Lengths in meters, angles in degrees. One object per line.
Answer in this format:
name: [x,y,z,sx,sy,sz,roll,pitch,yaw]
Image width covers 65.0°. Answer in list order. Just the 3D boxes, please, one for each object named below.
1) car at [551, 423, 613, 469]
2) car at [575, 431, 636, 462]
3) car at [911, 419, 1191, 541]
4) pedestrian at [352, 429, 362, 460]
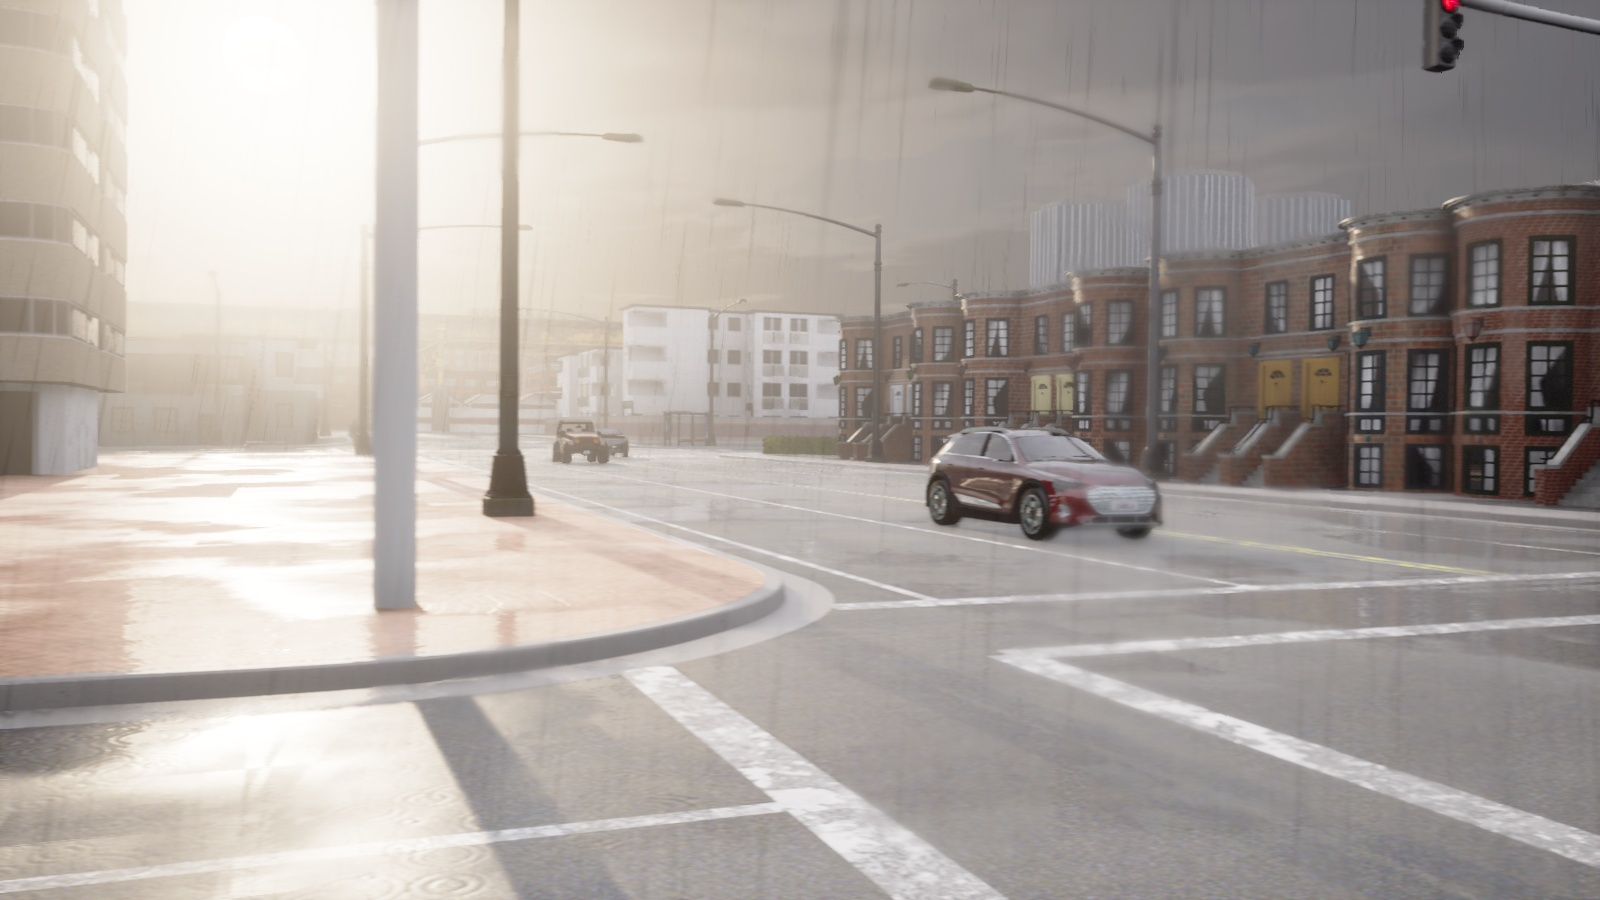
car: [-9.399,-0.183,53.969,1.905,1.878,3.866,-1,1,-21]
car: [-10.256,-0.205,65.940,2.128,1.511,4.902,-1,1,-21]
car: [3.734,0.367,19.731,2.033,1.649,4.856,-1,1,-21]
pedestrian: [-26.453,-0.351,74.957,0.431,1.840,0.703,-1,1,-26]
